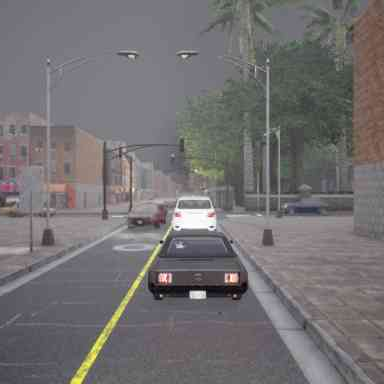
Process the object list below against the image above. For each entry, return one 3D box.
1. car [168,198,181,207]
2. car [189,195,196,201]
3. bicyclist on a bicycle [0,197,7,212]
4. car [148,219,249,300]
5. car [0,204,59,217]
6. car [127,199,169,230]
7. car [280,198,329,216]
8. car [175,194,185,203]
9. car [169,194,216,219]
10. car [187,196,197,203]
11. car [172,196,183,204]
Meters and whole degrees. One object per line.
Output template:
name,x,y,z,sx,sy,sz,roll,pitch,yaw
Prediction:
car,-2.773,1.651,53.724,1.895,1.301,4.718,0,0,0
car,0.107,1.609,84.575,1.837,1.490,4.892,0,0,0
bicyclist on a bicycle,-20.098,1.373,35.313,0.582,1.620,1.656,0,0,0
car,0.111,1.603,8.332,1.895,1.301,4.718,0,0,0
car,-14.403,1.573,29.666,4.829,1.417,1.752,0,0,0
car,-2.824,1.489,21.708,1.882,1.535,5.008,-1,0,5
car,10.769,1.345,32.385,4.553,1.767,2.097,0,0,-1
car,-2.656,1.405,73.971,2.097,1.767,4.553,0,0,0
car,0.128,1.230,18.096,2.150,2.045,5.566,0,0,0
car,0.093,1.599,73.162,2.128,1.511,4.902,0,0,0
car,-2.724,1.539,63.836,1.882,1.535,5.008,0,0,1
